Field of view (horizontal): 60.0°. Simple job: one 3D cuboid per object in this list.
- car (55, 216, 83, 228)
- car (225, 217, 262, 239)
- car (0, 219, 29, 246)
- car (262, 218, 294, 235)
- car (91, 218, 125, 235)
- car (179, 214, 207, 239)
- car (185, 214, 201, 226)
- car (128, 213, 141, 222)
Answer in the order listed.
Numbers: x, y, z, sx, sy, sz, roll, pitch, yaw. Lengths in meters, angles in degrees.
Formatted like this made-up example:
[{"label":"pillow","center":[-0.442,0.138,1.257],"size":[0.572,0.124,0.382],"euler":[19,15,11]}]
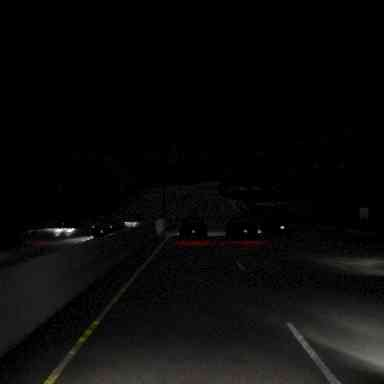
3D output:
[{"label":"car","center":[-14.061,3.435,38.314],"size":[1.994,1.385,4.181],"euler":[0,-3,0]},{"label":"car","center":[3.594,2.601,24.798],"size":[1.882,1.535,5.008],"euler":[0,-3,0]},{"label":"car","center":[-10.599,2.206,17.653],"size":[1.882,1.535,5.008],"euler":[0,-3,0]},{"label":"car","center":[7.093,2.869,28.080],"size":[1.994,1.385,4.181],"euler":[0,-3,0]},{"label":"car","center":[-7.076,2.923,28.388],"size":[1.895,1.301,4.718],"euler":[0,-3,0]},{"label":"car","center":[0.094,2.578,24.375],"size":[1.882,1.535,5.008],"euler":[0,-3,0]},{"label":"car","center":[0.089,3.794,46.141],"size":[2.128,1.511,4.902],"euler":[0,-3,0]},{"label":"car","center":[-10.515,4.555,60.865],"size":[2.128,1.511,4.902],"euler":[0,-3,0]}]
